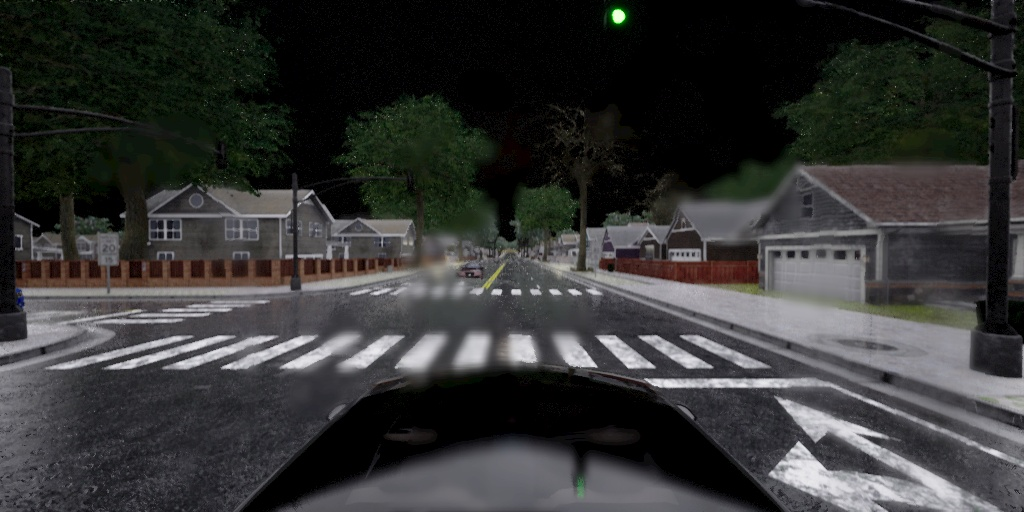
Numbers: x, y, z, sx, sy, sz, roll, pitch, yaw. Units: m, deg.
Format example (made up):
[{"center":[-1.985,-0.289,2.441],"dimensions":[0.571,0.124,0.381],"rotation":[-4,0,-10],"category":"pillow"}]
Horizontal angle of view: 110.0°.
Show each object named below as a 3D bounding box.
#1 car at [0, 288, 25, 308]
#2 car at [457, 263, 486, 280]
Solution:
[{"center":[-19.621,1.321,12.056],"dimensions":[5.008,1.535,1.882],"rotation":[0,1,2],"category":"car"},{"center":[-3.248,1.239,29.485],"dimensions":[1.994,1.385,4.181],"rotation":[0,1,0],"category":"car"}]
